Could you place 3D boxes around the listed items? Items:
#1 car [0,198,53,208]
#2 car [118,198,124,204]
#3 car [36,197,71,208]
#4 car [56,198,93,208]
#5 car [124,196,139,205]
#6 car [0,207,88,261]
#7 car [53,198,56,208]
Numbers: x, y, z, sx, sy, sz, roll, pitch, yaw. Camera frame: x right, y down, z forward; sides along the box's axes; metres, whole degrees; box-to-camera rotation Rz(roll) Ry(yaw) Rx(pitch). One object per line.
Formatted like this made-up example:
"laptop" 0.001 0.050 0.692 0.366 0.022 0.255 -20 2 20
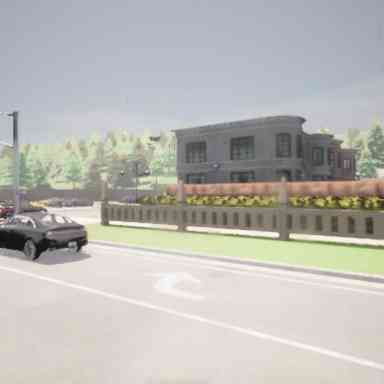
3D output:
"car" -14.601 1.470 28.252 2.097 1.767 4.553 0 0 26
"car" -13.010 1.563 68.006 2.097 1.767 4.553 0 0 36
"car" -22.763 1.686 54.738 1.882 1.535 5.008 0 0 37
"car" -17.309 1.670 50.372 2.128 1.511 4.902 0 0 36
"car" -10.190 1.740 65.947 2.033 1.411 5.357 0 0 36
"car" -5.970 1.542 12.538 4.902 1.511 2.128 0 0 36
"car" -20.320 1.686 52.172 2.128 1.511 4.902 0 0 36
